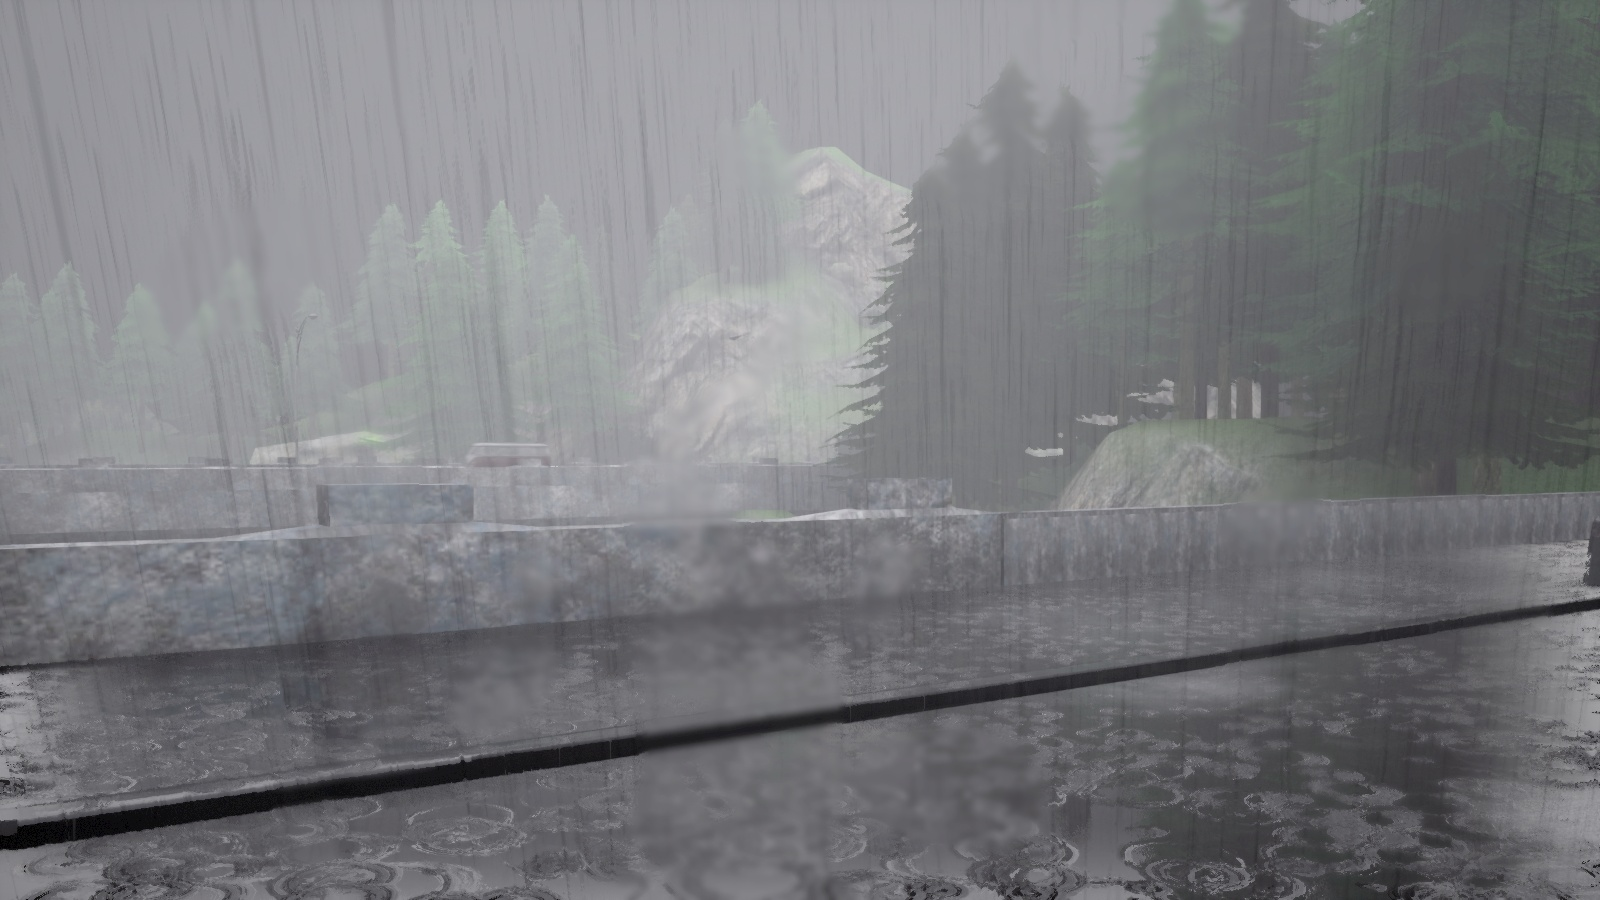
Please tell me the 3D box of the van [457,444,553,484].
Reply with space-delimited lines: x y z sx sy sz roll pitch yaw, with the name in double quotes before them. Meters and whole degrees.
"van" -14.998 0.686 63.930 4.442 1.987 1.775 0 0 -35
